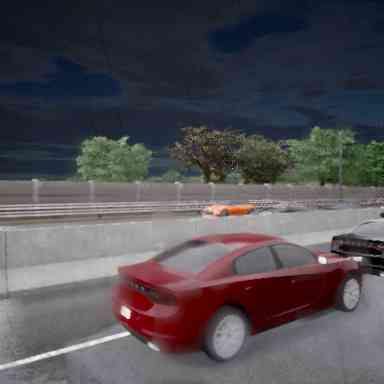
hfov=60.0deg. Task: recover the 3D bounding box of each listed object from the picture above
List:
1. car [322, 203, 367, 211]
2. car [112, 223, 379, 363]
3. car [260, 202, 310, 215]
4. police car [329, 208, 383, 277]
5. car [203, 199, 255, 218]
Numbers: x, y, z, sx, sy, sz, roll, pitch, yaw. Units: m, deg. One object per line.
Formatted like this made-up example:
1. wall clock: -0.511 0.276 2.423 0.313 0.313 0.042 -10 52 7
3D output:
1. car: 11.791 1.544 25.397 5.357 1.411 2.033 0 0 -36
2. car: 1.116 1.474 5.966 5.008 1.535 1.882 0 0 -36
3. car: 7.516 1.526 26.633 4.674 1.442 1.812 0 0 -36
4. police car: 6.083 1.408 9.535 5.238 1.638 1.930 0 0 -36
5. car: 3.136 1.358 27.797 4.553 1.767 2.097 0 0 -36
